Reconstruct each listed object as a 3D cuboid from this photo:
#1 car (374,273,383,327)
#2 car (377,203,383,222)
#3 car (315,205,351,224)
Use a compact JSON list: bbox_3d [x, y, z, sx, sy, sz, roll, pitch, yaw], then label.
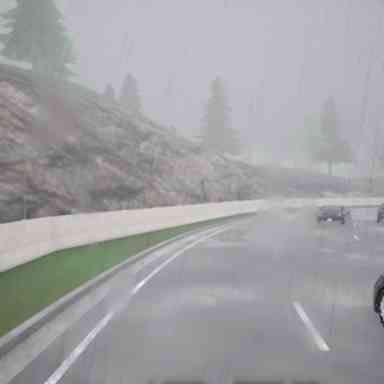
[{"bbox_3d":[3.888,1.507,3.729,1.837,1.490,4.892,0,0,4],"label":"car"},{"bbox_3d":[15.652,1.514,25.820,1.837,1.490,4.892,-1,0,36],"label":"car"},{"bbox_3d":[10.597,1.608,24.726,1.895,1.301,4.718,0,0,31],"label":"car"}]
